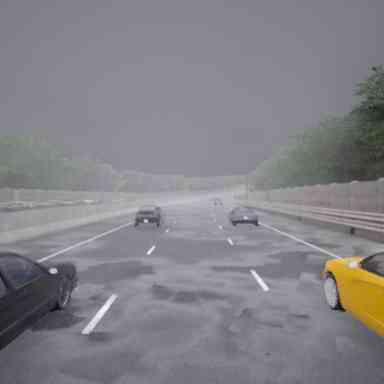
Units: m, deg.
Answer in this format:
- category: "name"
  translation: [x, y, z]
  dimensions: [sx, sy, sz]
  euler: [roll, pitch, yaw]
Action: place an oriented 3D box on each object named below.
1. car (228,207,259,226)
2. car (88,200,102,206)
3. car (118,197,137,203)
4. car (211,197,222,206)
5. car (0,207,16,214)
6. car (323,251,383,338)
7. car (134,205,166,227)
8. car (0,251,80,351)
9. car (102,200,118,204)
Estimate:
- category: "car"
  translation: [3.910, 1.836, 25.895]
  dimensions: [1.994, 1.385, 4.181]
  euler: [0, -1, 1]
- category: "car"
  translation: [-19.099, 2.268, 66.943]
  dimensions: [2.033, 1.411, 5.357]
  euler: [0, -1, 3]
- category: "car"
  translation: [-12.186, 1.945, 65.245]
  dimensions: [2.150, 2.045, 5.566]
  euler: [0, -1, 3]
- category: "car"
  translation: [6.179, 2.400, 78.728]
  dimensions: [2.033, 1.649, 4.856]
  euler: [0, -1, 4]
- category: "car"
  translation: [-13.843, 1.786, 23.482]
  dimensions: [1.994, 1.385, 4.181]
  euler: [0, -1, 1]
- category: "car"
  translation: [3.623, 1.528, 4.886]
  dimensions: [1.882, 1.535, 5.008]
  euler: [0, -1, 0]
- category: "car"
  translation: [-3.108, 1.759, 25.184]
  dimensions: [1.837, 1.490, 4.892]
  euler: [0, -1, 1]
- category: "car"
  translation: [-3.382, 1.592, 4.851]
  dimensions: [2.033, 1.411, 5.357]
  euler: [0, -1, 0]
- category: "car"
  translation: [-15.656, 2.318, 65.850]
  dimensions: [1.895, 1.301, 4.718]
  euler: [0, -1, 3]
